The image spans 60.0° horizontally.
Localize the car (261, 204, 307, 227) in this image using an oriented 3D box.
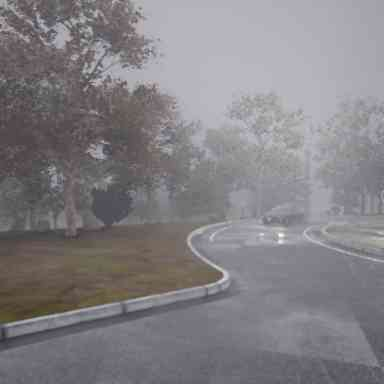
[{"bbox_3d":[7.058,1.725,25.198,1.837,1.490,4.892,-1,-2,42],"label":"car"}]
